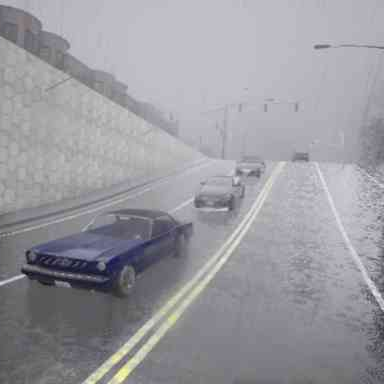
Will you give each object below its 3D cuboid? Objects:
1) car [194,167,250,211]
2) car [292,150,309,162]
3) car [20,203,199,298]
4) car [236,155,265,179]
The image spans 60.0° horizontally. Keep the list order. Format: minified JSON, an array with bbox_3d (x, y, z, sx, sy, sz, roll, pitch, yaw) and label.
[{"bbox_3d":[1.545,-0.174,17.029,1.812,1.442,4.674,3,12,18],"label":"car"},{"bbox_3d":[12.770,-4.214,39.145,2.033,1.411,5.357,3,4,18],"label":"car"},{"bbox_3d":[-1.526,1.141,7.784,1.895,1.301,4.718,3,5,18],"label":"car"},{"bbox_3d":[4.671,-2.078,26.290,2.128,1.511,4.902,3,12,18],"label":"car"}]
